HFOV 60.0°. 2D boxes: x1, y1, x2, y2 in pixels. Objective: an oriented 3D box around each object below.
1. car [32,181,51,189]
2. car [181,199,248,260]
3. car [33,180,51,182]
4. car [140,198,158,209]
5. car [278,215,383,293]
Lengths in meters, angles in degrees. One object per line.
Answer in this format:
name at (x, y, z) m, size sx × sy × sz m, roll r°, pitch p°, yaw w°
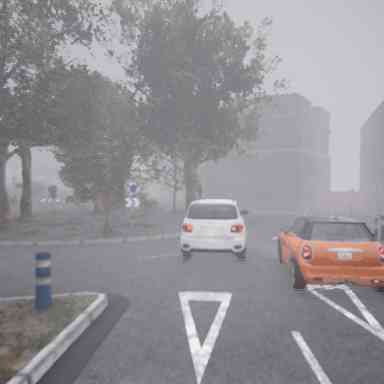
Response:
car at (-34.926, -1.076, 74.182) m, size 4.792 × 1.488 × 2.163 m, roll -3°, pitch 6°, yaw -39°
car at (0.976, 1.280, 12.905) m, size 2.150 × 2.045 × 5.566 m, roll 0°, pitch 0°, yaw 8°
car at (-35.870, -1.329, 76.983) m, size 4.892 × 1.521 × 2.231 m, roll -3°, pitch 6°, yaw -39°
car at (-6.668, 1.384, 43.992) m, size 4.892 × 1.490 × 1.837 m, roll 1°, pitch 1°, yaw 39°
car at (3.646, 1.415, 9.308) m, size 2.097 × 1.767 × 4.553 m, roll 0°, pitch 0°, yaw 9°
